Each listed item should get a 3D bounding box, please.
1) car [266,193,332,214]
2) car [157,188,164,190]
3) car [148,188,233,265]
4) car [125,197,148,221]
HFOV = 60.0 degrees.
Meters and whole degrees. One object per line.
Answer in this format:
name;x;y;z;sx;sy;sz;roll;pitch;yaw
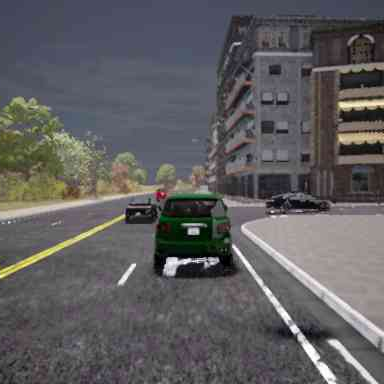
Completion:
car;8.169;0.801;25.472;4.902;1.511;2.128;-1;0;-4
car;-4.264;0.406;49.924;2.150;2.045;5.566;0;1;-3
car;0.030;1.033;11.018;2.150;2.045;5.566;0;1;0
car;-3.396;1.109;23.107;2.128;1.511;4.902;0;1;-1
